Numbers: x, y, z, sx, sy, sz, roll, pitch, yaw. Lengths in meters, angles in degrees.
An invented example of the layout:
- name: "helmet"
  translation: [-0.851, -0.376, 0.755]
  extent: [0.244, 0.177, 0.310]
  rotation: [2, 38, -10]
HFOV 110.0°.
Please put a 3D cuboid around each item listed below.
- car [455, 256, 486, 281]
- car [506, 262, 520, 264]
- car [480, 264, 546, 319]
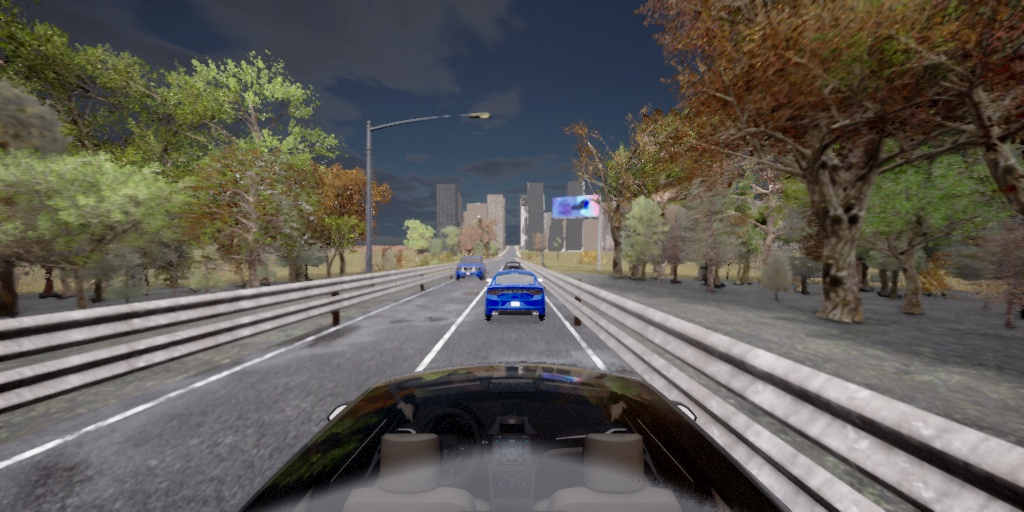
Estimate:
- name: "car"
  translation: [-3.362, 0.979, 30.218]
  extent: [2.150, 2.045, 5.566]
  rotation: [0, 0, 0]
- name: "car"
  translation: [0.081, 1.264, 33.262]
  extent: [1.837, 1.490, 4.892]
  rotation: [0, 0, 0]
- name: "car"
  translation: [0.097, 1.231, 12.803]
  extent: [1.882, 1.535, 5.008]
  rotation: [0, 0, 0]
